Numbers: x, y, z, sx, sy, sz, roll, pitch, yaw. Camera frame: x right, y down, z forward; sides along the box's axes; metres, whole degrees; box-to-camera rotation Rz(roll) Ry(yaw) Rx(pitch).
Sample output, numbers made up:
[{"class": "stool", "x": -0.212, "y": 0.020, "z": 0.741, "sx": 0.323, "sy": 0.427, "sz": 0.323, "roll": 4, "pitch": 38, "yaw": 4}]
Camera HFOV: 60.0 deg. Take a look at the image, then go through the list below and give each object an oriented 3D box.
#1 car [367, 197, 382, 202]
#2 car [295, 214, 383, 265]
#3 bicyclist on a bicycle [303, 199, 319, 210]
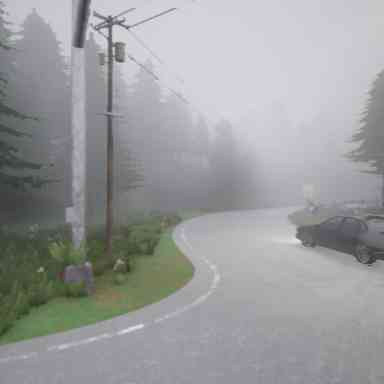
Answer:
[{"class": "car", "x": 25.411, "y": 1.277, "z": 44.618, "sx": 4.181, "sy": 1.385, "sz": 1.994, "roll": 0, "pitch": 1, "yaw": -29}, {"class": "car", "x": 5.708, "y": 1.488, "z": 11.531, "sx": 2.033, "sy": 1.411, "sz": 5.357, "roll": 0, "pitch": 0, "yaw": -13}, {"class": "bicyclist on a bicycle", "x": 8.223, "y": 1.310, "z": 22.933, "sx": 1.656, "sy": 1.620, "sz": 0.582, "roll": 0, "pitch": 0, "yaw": 14}]
